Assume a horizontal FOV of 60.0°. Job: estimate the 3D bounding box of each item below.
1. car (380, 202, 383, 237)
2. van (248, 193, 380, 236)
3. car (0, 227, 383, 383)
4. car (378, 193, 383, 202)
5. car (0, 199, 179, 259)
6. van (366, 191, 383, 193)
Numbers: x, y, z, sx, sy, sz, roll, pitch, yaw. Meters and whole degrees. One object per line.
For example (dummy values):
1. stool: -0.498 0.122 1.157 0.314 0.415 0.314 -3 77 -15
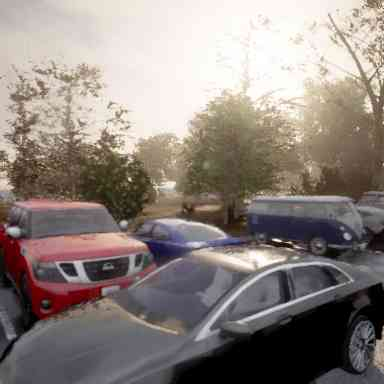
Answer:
1. car: 6.395 1.329 14.196 2.163 1.488 4.792 -2 1 -36
2. van: 4.177 1.136 12.429 1.878 1.987 4.442 -2 1 -35
3. car: 0.432 1.479 3.981 4.902 1.511 2.128 -1 0 -35
4. car: 8.624 1.115 15.709 2.185 1.767 4.553 -2 1 -35
5. car: -2.886 1.220 7.502 2.435 2.045 5.566 0 0 -36
6. van: 10.934 0.950 17.541 1.878 1.987 4.442 -2 1 -35
